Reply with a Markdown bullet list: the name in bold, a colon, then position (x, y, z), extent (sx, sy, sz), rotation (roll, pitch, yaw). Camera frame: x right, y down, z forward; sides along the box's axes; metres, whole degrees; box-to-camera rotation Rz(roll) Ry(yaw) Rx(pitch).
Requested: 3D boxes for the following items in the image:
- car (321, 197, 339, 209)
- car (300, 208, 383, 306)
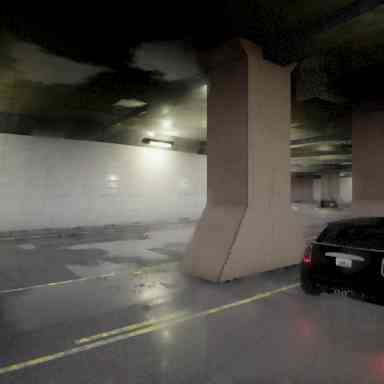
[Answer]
- **car**: position (18.453, 1.491, 44.628), extent (2.128, 1.511, 4.902), rotation (0, 0, 17)
- **car**: position (4.491, 1.352, 7.662), extent (4.553, 1.767, 2.097), rotation (0, 0, -40)
